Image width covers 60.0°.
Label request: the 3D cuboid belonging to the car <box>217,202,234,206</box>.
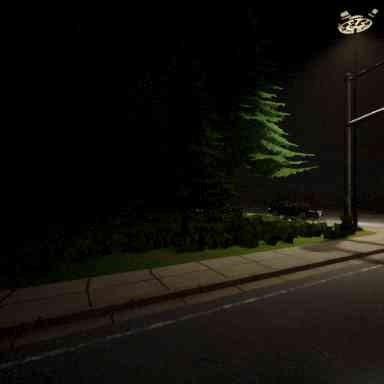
[{"bbox_3d":[3.484,1.378,36.317,2.097,1.767,4.553,0,0,-35],"label":"car"}]

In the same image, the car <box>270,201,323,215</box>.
[{"bbox_3d":[8.841,1.518,28.559,2.128,1.511,4.902,0,0,-35],"label":"car"}]
